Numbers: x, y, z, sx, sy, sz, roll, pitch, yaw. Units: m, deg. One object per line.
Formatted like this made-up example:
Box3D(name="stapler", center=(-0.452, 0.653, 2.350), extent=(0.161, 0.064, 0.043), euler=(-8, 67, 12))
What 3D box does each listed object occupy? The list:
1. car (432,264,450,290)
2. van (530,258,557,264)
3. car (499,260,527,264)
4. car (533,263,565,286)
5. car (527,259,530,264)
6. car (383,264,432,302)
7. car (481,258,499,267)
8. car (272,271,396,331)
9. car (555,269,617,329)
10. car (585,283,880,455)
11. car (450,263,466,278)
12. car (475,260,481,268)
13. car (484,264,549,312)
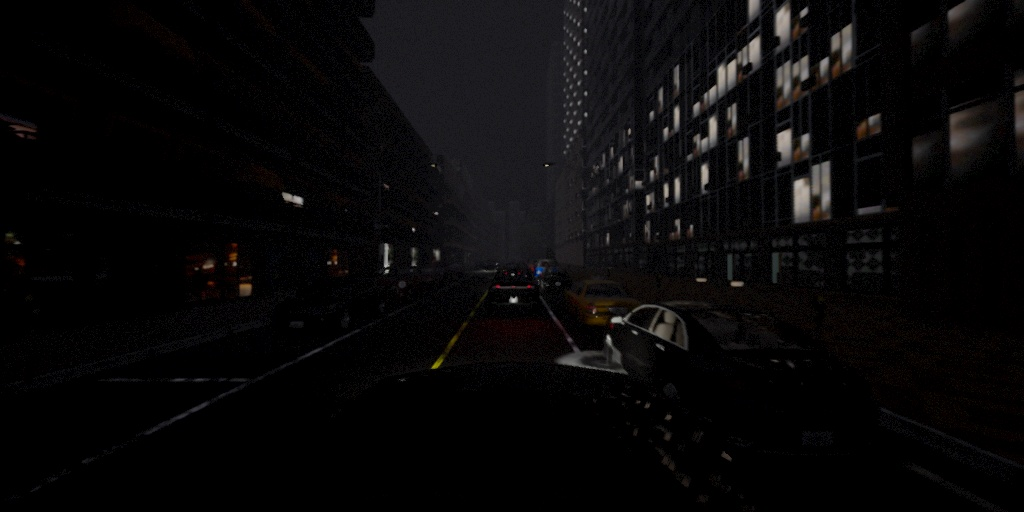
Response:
Box3D(name="car", center=(-5.318, 1.334, 22.326), extent=(1.802, 1.307, 4.207), euler=(0, 0, 0))
Box3D(name="van", center=(2.562, 1.093, 27.810), extent=(1.690, 1.789, 3.998), euler=(0, 0, 0))
Box3D(name="car", center=(0.070, 1.279, 30.318), extent=(1.812, 1.442, 4.674), euler=(0, 0, 0))
Box3D(name="car", center=(2.563, 1.302, 22.157), extent=(2.007, 1.370, 4.403), euler=(0, 0, 0))
Box3D(name="car", center=(2.982, 1.108, 39.711), extent=(2.097, 1.767, 4.553), euler=(0, 0, 0))
Box3D(name="car", center=(-5.317, 1.191, 16.679), extent=(1.967, 1.591, 4.097), euler=(0, 0, 0))
Box3D(name="car", center=(-2.837, 1.112, 51.314), extent=(2.097, 1.767, 4.553), euler=(0, 0, 0))
Box3D(name="car", center=(-5.316, 1.317, 11.033), extent=(1.948, 1.339, 4.313), euler=(0, 0, 0))
Box3D(name="car", center=(2.565, 1.276, 11.023), extent=(1.751, 1.417, 4.829), euler=(0, 0, 0))
Box3D(name="car", center=(2.565, 1.301, 5.201), extent=(2.007, 1.370, 4.403), euler=(0, 0, 0))
Box3D(name="car", center=(-5.319, 1.336, 33.618), extent=(1.802, 1.307, 4.207), euler=(0, 0, 0))
Box3D(name="car", center=(-5.332, 1.329, 61.851), extent=(1.948, 1.339, 4.313), euler=(0, 0, 0))
Box3D(name="car", center=(0.068, 1.243, 14.218), extent=(2.128, 1.511, 4.902), euler=(0, 0, 0))
